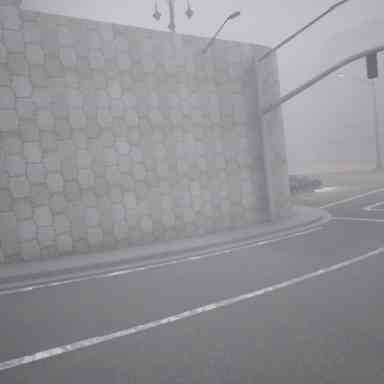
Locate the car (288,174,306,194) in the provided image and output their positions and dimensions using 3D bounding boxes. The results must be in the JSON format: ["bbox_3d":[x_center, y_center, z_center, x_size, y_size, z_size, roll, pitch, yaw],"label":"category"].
[{"bbox_3d":[6.817,-0.603,28.352,2.097,1.767,4.553,-10,6,-35],"label":"car"}]

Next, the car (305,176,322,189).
[{"bbox_3d":[9.638,-0.908,30.415,1.994,1.385,4.181,-10,6,-34],"label":"car"}]
